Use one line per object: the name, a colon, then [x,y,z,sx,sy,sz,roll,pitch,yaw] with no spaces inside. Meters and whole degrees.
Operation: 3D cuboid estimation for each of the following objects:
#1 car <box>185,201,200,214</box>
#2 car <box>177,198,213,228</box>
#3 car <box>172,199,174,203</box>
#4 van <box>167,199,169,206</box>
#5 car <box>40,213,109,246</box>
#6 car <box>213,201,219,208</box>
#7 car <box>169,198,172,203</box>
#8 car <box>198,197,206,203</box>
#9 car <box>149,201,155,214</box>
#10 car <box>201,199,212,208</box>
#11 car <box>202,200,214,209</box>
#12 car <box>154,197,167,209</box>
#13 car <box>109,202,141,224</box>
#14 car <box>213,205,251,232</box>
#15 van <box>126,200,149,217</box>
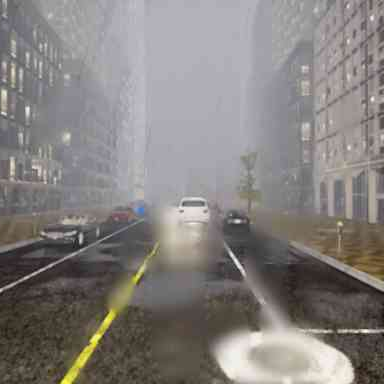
car: [0.089,1.913,42.227,1.812,1.442,4.674,0,-1,0]
car: [0.094,1.447,24.258,2.150,2.045,5.566,0,0,0]
car: [-5.705,2.324,89.803,1.752,1.417,4.829,0,0,0]
van: [-5.698,1.897,61.516,1.690,1.788,3.998,0,0,0]
car: [-5.691,1.700,15.978,2.008,1.369,4.403,0,-1,0]
car: [2.685,1.847,44.426,1.967,1.590,4.097,0,-1,0]
car: [-5.701,2.171,67.206,1.947,1.339,4.313,0,0,0]
car: [2.676,2.241,89.960,1.967,1.590,4.097,0,0,0]
car: [-5.695,1.938,38.746,1.802,1.307,4.206,0,-1,0]
car: [2.681,2.083,61.671,1.752,1.417,4.829,0,0,0]
car: [2.682,2.088,55.809,1.802,1.307,4.206,0,0,0]
car: [-5.698,1.946,55.822,1.967,1.590,4.097,0,0,0]
car: [-5.693,1.798,27.362,1.887,1.381,4.507,0,-1,0]
car: [2.689,1.768,21.659,1.947,1.339,4.313,0,-1,0]
van: [-5.693,1.646,33.056,1.690,1.788,3.998,0,-1,0]
